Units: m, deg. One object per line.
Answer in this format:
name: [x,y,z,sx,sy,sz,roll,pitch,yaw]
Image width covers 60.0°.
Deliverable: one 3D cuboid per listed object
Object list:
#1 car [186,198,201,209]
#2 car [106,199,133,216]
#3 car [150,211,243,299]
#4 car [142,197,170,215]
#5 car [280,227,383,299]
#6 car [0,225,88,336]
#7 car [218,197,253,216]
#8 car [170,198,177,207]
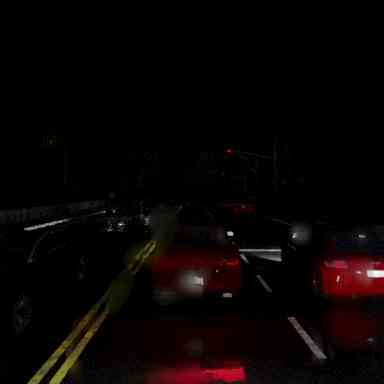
car: [0.197,1.547,44.807,2.033,1.411,5.357,0,0,0]
car: [-7.027,1.491,32.428,2.128,1.511,4.902,0,0,0]
car: [0.100,1.478,8.540,1.882,1.535,5.008,0,0,0]
car: [-3.524,1.505,33.525,1.837,1.490,4.892,0,0,0]
car: [3.639,1.564,8.491,1.994,1.385,4.181,0,0,1]
car: [-3.585,1.491,6.729,2.128,1.511,4.902,0,0,0]
car: [4.154,1.353,32.659,2.097,1.767,4.553,0,0,-16]
car: [-3.388,1.608,52.374,1.994,1.385,4.181,0,0,0]
